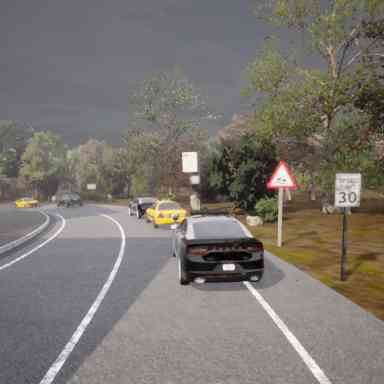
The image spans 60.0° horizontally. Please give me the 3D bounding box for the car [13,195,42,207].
[{"bbox_3d":[-26.712,1.485,53.802,5.008,1.535,1.882,-2,3,34],"label":"car"}]

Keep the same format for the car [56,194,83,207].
[{"bbox_3d":[-16.491,1.052,44.550,2.097,1.767,4.553,-5,3,-42],"label":"car"}]

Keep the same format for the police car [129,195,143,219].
[{"bbox_3d":[-3.603,1.060,25.589,1.930,1.638,5.238,-2,1,-21],"label":"police car"}]

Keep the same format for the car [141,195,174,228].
[{"bbox_3d":[-1.613,1.167,19.726,1.801,1.575,5.366,-2,1,-16],"label":"car"}]

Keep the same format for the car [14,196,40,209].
[{"bbox_3d":[-22.875,1.535,46.007,5.008,1.535,1.882,-2,3,43],"label":"car"}]

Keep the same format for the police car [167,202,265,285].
[{"bbox_3d":[0.460,1.301,9.409,1.930,1.638,5.238,-1,1,-7],"label":"police car"}]
